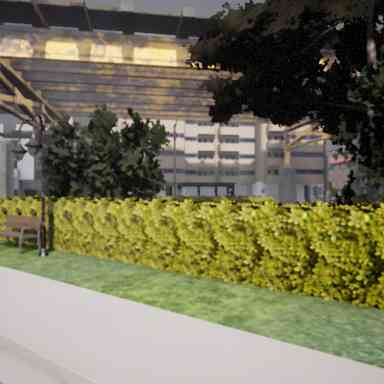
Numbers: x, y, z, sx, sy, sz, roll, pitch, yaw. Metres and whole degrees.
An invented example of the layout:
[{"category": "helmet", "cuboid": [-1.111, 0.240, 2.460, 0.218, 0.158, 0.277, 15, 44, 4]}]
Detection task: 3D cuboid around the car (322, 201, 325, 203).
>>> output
[{"category": "car", "cuboid": [14.689, 1.504, 35.013, 4.892, 1.490, 1.837, 0, 0, -9]}]
